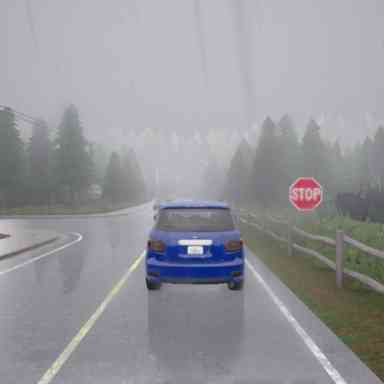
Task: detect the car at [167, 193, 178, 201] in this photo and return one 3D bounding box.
[{"bbox_3d":[-4.246,1.081,73.079,2.097,1.767,4.553,0,0,-2],"label":"car"}]

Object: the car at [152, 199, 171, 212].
[{"bbox_3d":[-3.608,1.559,40.378,1.994,1.385,4.181,0,0,0],"label":"car"}]

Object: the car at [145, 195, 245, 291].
[{"bbox_3d":[0.071,1.220,9.121,2.150,2.045,5.566,0,0,0],"label":"car"}]
